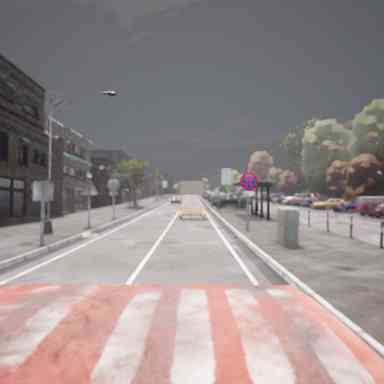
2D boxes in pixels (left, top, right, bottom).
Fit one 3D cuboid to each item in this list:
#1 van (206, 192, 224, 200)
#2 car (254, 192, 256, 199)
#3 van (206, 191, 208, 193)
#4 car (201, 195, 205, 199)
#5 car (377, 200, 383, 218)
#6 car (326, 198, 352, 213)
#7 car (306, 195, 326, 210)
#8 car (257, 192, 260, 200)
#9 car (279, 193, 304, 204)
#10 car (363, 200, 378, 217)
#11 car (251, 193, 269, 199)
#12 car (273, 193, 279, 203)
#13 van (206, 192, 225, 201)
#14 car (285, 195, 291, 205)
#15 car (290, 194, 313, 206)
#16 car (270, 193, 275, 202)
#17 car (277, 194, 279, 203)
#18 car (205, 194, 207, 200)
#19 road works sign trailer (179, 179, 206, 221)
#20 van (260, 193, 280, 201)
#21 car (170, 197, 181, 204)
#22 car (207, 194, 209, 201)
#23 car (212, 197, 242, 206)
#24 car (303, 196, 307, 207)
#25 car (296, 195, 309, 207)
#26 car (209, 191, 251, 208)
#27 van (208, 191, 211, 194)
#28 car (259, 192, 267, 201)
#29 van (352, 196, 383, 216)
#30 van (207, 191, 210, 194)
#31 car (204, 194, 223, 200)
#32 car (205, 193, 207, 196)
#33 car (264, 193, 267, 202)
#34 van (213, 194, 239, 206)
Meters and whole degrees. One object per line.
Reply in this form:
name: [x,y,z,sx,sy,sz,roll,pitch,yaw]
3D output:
van: [5.814,1.074,85.623,4.442,1.987,1.878,0,1,0]
car: [18.966,1.325,83.375,5.366,1.575,1.946,0,1,0]
van: [5.824,1.177,77.216,4.442,1.987,1.878,0,1,0]
car: [5.676,1.118,80.016,5.566,2.045,2.435,0,1,0]
car: [18.843,1.680,27.856,5.008,1.535,2.097,0,0,0]
car: [18.805,1.659,38.959,4.792,1.488,2.163,0,0,0]
car: [18.642,1.601,44.510,5.366,1.575,1.946,0,0,0]
car: [18.815,1.146,77.821,5.566,2.045,2.435,0,1,0]
car: [18.782,1.291,58.387,5.566,2.045,2.435,0,0,0]
car: [18.841,1.707,30.634,4.674,1.452,2.002,0,0,0]
car: [18.800,1.100,91.701,4.553,1.767,2.185,0,1,0]
car: [18.798,1.515,63.940,5.008,1.535,2.097,0,0,0]
van: [5.817,1.109,82.820,4.442,1.987,1.878,0,1,0]
car: [18.819,1.554,55.612,5.008,1.535,2.097,0,0,0]
car: [18.823,1.567,52.836,5.008,1.535,2.097,0,0,0]
car: [18.985,1.494,66.718,5.366,1.575,1.946,0,0,0]
car: [18.801,1.531,61.163,4.892,1.521,2.231,0,0,0]
car: [5.747,1.513,68.800,4.792,1.488,2.163,0,0,0]
road works sign trailer: [0.008,0.640,29.458,2.380,3.560,2.880,0,0,1]
van: [18.900,1.137,80.598,4.442,1.987,1.878,0,1,0]
car: [-3.254,1.596,65.026,1.895,1.301,4.718,0,0,0]
car: [5.723,1.532,60.388,5.008,1.535,2.097,0,0,0]
car: [5.738,1.598,54.782,4.674,1.452,2.002,0,0,0]
car: [18.853,1.622,47.286,4.792,1.488,2.163,0,0,0]
car: [18.827,1.581,50.061,4.892,1.521,2.231,0,0,0]
car: [5.714,1.331,49.174,5.566,2.045,2.435,0,0,0]
van: [5.608,1.293,63.194,4.442,1.987,1.878,0,0,0]
car: [18.761,1.175,75.045,5.566,2.045,2.435,0,1,0]
van: [18.958,1.429,33.407,4.442,1.987,1.878,0,0,0]
van: [5.838,1.275,65.996,4.442,1.987,1.878,0,0,0]
car: [5.687,1.266,88.429,4.892,1.521,2.231,0,1,0]
car: [5.712,1.499,71.608,4.674,1.452,2.002,0,1,0]
car: [18.822,1.483,72.273,4.792,1.488,2.163,0,1,0]
van: [5.849,1.319,57.584,4.442,1.987,1.878,0,0,0]
